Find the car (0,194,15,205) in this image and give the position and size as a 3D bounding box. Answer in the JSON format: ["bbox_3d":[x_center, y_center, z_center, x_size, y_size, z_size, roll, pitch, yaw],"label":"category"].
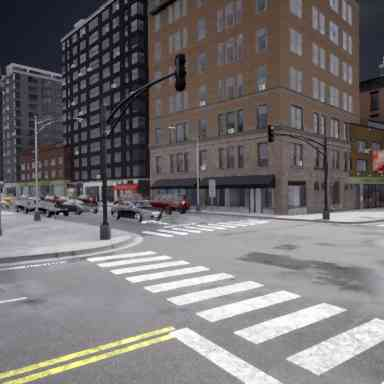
[{"bbox_3d":[-28.219,1.083,49.553,1.882,1.535,5.008,-1,1,-44],"label":"car"}]

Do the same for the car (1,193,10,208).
[{"bbox_3d":[-23.789,1.247,40.921,1.752,1.417,4.829,0,1,-44],"label":"car"}]

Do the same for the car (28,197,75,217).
[{"bbox_3d":[-12.392,1.417,29.200,1.947,1.339,4.313,0,1,-44],"label":"car"}]

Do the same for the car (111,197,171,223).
[{"bbox_3d":[-4.173,1.371,24.691,2.128,1.511,4.902,-1,1,-44],"label":"car"}]

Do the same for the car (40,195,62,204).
[{"bbox_3d":[-21.642,1.135,50.943,1.802,1.307,4.206,0,1,-44],"label":"car"}]

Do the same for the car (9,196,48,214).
[{"bbox_3d":[-16.231,1.374,33.148,1.947,1.339,4.313,0,1,-44],"label":"car"}]

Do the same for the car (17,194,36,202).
[{"bbox_3d":[-29.321,1.043,58.840,1.802,1.307,4.206,0,1,-44],"label":"car"}]

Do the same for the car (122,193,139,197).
[{"bbox_3d":[-6.284,1.043,35.145,2.192,1.841,5.009,0,1,-44],"label":"car"}]

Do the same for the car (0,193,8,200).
[{"bbox_3d":[-40.839,0.885,70.686,1.947,1.339,4.313,0,1,-44],"label":"car"}]

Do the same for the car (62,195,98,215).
[{"bbox_3d":[-10.593,1.336,31.291,1.812,1.442,4.674,-1,1,-44],"label":"car"}]

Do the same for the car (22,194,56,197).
[{"bbox_3d":[-18.181,1.250,39.112,1.812,1.442,4.674,-1,1,-44],"label":"car"}]

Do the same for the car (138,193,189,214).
[{"bbox_3d":[-2.445,1.085,31.196,2.192,1.841,5.009,0,1,-44],"label":"car"}]
